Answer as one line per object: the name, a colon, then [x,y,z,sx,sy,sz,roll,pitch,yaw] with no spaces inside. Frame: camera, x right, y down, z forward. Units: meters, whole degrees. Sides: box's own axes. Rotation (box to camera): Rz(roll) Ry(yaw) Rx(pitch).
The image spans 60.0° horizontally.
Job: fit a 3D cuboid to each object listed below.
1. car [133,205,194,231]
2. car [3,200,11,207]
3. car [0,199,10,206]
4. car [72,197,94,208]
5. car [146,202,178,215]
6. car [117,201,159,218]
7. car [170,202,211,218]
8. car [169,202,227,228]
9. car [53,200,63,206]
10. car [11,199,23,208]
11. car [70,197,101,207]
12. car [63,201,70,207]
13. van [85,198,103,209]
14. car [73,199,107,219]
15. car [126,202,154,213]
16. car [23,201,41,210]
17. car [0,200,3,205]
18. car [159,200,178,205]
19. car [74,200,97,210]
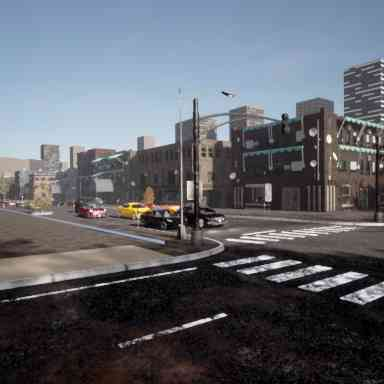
car: [-2.031,1.815,22.974,1.947,1.339,4.313,-2,0,-37]
car: [-40.112,2.380,74.030,1.967,1.590,4.097,-1,0,-37]
car: [-46.745,2.598,82.891,1.887,1.381,4.507,-1,0,-37]
car: [-20.138,1.940,61.331,2.192,1.841,5.009,-1,0,-37]
car: [-3.544,1.904,39.179,1.802,1.307,4.206,-2,0,-37]
car: [-5.529,1.808,32.183,1.882,1.535,5.008,-1,0,-37]
car: [-0.227,1.810,34.748,2.008,1.369,4.403,-2,0,-37]
car: [0.509,1.720,24.157,1.837,1.490,4.892,-1,0,-34]
car: [-30.085,2.364,74.625,1.947,1.339,4.313,-1,0,-37]
car: [-33.475,2.376,65.170,2.008,1.369,4.403,-1,0,-37]
car: [-13.271,1.699,42.547,2.150,2.045,5.566,-1,0,-37]
car: [-23.450,2.228,65.763,1.887,1.381,4.507,-1,0,-37]
van: [-16.820,1.907,56.901,1.690,1.788,3.998,-1,0,-37]
car: [-10.254,1.847,34.154,1.967,1.590,4.097,-2,0,-37]
car: [-6.861,1.966,43.609,1.802,1.307,4.206,-2,0,-37]
car: [-26.738,2.233,56.172,1.752,1.417,4.829,-1,0,-37]
car: [-43.428,2.548,78.461,2.008,1.369,4.403,-1,0,-37]
car: [-2.865,1.648,33.949,2.097,1.767,4.553,-1,0,-37]
car: [-16.959,2.035,52.786,1.882,1.535,5.008,-1,0,-37]
